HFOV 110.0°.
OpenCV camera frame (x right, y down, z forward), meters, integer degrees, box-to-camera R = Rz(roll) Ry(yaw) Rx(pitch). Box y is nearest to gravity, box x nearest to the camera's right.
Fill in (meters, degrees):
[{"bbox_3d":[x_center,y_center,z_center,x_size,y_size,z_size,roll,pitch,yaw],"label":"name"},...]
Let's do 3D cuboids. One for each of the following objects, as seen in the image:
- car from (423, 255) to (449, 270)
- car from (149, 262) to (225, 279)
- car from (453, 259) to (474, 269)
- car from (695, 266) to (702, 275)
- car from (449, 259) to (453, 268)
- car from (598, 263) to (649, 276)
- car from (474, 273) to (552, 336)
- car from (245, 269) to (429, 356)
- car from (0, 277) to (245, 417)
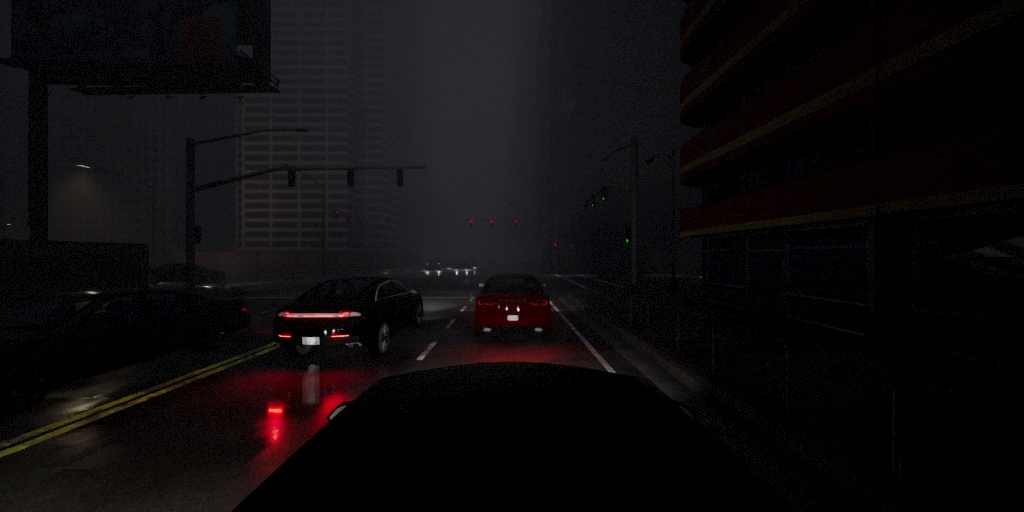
[{"bbox_3d":[-10.952,1.102,51.728,2.097,1.767,4.553,0,0,0],"label":"car"},{"bbox_3d":[-23.631,1.228,25.976,5.008,1.535,1.882,0,0,0],"label":"car"},{"bbox_3d":[-7.477,1.255,55.636,1.837,1.490,4.892,0,0,0],"label":"car"},{"bbox_3d":[21.460,1.227,36.714,5.008,1.535,1.882,0,0,0],"label":"car"},{"bbox_3d":[-10.998,1.297,61.927,2.033,1.411,5.357,0,0,0],"label":"car"},{"bbox_3d":[11.333,1.351,36.766,4.718,1.301,1.895,0,0,2],"label":"car"},{"bbox_3d":[0.014,1.228,10.461,1.882,1.535,5.008,0,0,0],"label":"car"},{"bbox_3d":[-3.475,1.242,8.573,2.128,1.511,4.902,0,0,-1],"label":"car"},{"bbox_3d":[-7.129,1.297,6.179,2.033,1.411,5.357,0,0,0],"label":"car"}]
